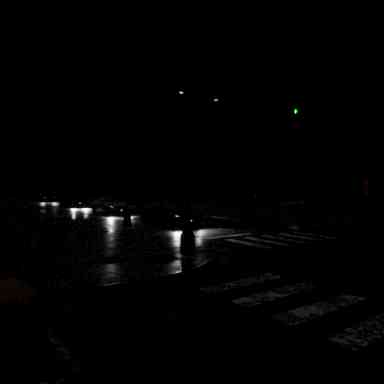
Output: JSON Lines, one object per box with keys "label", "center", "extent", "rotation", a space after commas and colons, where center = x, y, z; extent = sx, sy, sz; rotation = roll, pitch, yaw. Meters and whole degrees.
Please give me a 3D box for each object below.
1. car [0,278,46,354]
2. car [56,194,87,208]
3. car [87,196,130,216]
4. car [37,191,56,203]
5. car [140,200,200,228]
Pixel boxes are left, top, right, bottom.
{"label": "car", "center": [-4.263, 1.525, 3.620], "extent": [4.829, 1.417, 1.752], "rotation": [0, 0, -35]}
{"label": "car", "center": [-12.431, 0.921, 35.078], "extent": [1.994, 1.385, 4.181], "rotation": [0, 1, -36]}
{"label": "car", "center": [-6.669, 1.060, 27.030], "extent": [1.812, 1.442, 4.674], "rotation": [0, 1, -35]}
{"label": "car", "center": [-20.118, 0.635, 45.949], "extent": [1.837, 1.490, 4.892], "rotation": [0, 0, -35]}
{"label": "car", "center": [-1.454, 1.227, 19.741], "extent": [1.812, 1.442, 4.674], "rotation": [0, 1, -37]}
